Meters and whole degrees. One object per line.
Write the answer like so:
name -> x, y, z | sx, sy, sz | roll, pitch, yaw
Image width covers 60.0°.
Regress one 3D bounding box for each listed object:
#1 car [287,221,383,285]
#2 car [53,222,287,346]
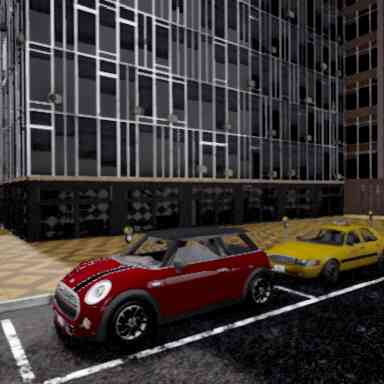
car -> 4.092, 1.532, 9.488 | 4.829, 1.417, 1.752 | 0, -1, -36
car -> -0.397, 1.443, 6.287 | 4.097, 1.590, 1.967 | 0, -1, -35
